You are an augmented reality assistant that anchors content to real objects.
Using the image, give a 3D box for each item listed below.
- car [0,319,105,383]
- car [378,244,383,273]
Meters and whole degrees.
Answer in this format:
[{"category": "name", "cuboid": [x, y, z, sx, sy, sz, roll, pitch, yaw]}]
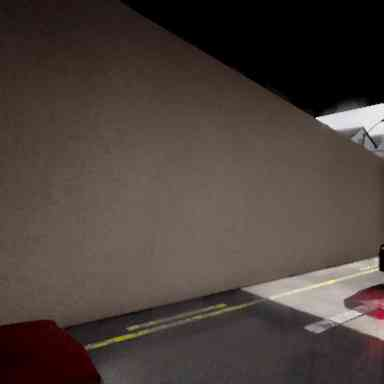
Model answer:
[{"category": "car", "cuboid": [-2.839, 1.596, 1.795, 4.718, 1.301, 1.895, 0, 0, -35]}, {"category": "car", "cuboid": [6.685, 1.530, 8.543, 4.902, 1.511, 2.128, 0, 0, -35]}]
